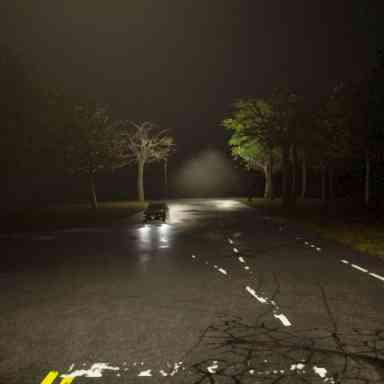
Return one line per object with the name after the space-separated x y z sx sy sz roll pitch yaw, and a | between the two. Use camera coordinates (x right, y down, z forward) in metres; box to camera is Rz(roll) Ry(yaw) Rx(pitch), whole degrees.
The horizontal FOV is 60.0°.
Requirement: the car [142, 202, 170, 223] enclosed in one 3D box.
-2.923 1.677 27.770 1.837 1.490 4.892 -1 1 2 | car
